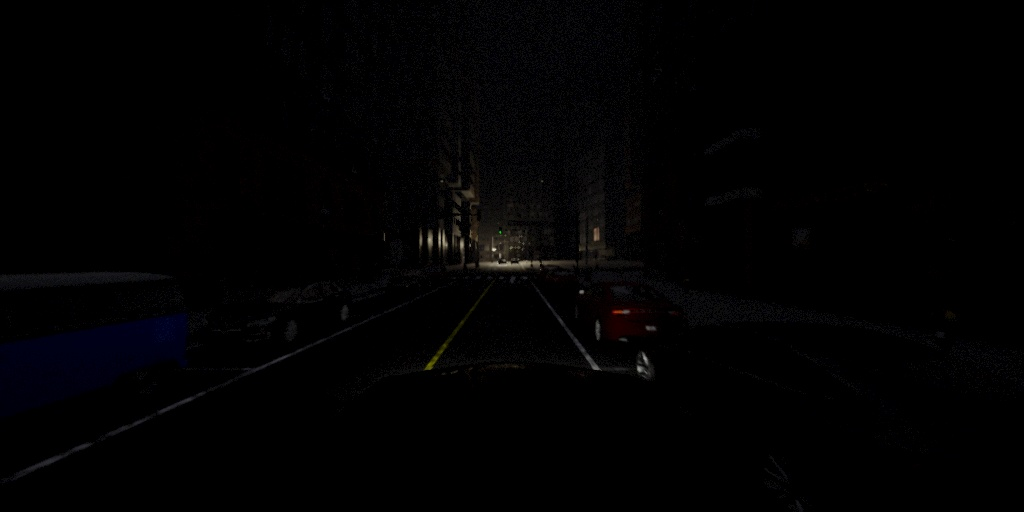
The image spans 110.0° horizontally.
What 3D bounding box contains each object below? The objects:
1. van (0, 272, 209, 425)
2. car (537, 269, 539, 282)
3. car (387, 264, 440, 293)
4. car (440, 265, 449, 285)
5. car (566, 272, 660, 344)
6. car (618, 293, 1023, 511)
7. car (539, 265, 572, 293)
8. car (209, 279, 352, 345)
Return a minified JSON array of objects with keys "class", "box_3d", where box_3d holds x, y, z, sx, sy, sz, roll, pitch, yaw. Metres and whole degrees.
[{"class":"van","box_3d":[-5.762,1.093,3.762,1.690,1.789,3.998,0,0,0]},{"class":"car","box_3d":[2.769,1.310,26.196,1.888,1.381,4.507,0,0,0]},{"class":"car","box_3d":[-5.758,1.313,20.590,2.007,1.370,4.403,0,0,0]},{"class":"car","box_3d":[-5.757,1.310,26.199,1.888,1.381,4.507,0,0,0]},{"class":"car","box_3d":[2.765,1.301,9.368,1.888,1.381,4.507,0,0,0]},{"class":"car","box_3d":[2.764,1.317,3.759,1.948,1.339,4.313,0,0,0]},{"class":"car","box_3d":[2.767,1.344,20.587,1.802,1.307,4.207,0,0,0]},{"class":"car","box_3d":[-5.761,1.306,9.371,2.007,1.370,4.403,0,0,0]}]
